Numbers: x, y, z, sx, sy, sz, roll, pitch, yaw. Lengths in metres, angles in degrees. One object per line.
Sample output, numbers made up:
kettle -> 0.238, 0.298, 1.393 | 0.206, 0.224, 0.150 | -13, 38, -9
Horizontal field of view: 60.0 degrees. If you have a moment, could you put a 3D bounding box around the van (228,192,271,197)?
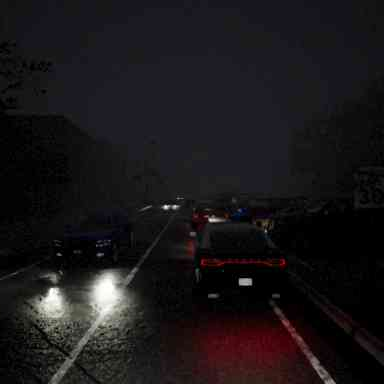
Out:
van -> 5.796, 1.251, 30.035 | 4.442, 1.987, 1.878 | 0, 0, 0

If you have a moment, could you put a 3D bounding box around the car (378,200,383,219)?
car -> 18.759, 1.482, 27.995 | 5.008, 1.535, 2.097 | 0, 0, 0

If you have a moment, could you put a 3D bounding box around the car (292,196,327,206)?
car -> 18.673, 1.367, 52.981 | 4.792, 1.488, 2.163 | 0, 0, 0

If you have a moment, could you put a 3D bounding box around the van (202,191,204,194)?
van -> 5.423, 0.849, 86.104 | 4.442, 1.987, 1.878 | 0, 0, 0

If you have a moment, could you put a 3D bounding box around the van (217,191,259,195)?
van -> 5.768, 1.203, 41.255 | 4.442, 1.987, 1.878 | 0, 0, 0

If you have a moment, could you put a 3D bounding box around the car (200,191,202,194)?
car -> 5.711, 1.027, 91.713 | 5.366, 1.575, 1.946 | 0, 0, 0

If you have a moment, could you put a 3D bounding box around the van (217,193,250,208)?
van -> 5.754, 1.159, 46.860 | 4.442, 1.987, 1.878 | 0, 0, 0

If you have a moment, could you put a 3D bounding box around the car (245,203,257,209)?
car -> 5.529, 1.481, 16.016 | 5.366, 1.575, 1.946 | 0, 0, 0

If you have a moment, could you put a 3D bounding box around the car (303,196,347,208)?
car -> 18.902, 1.379, 47.430 | 5.366, 1.575, 1.946 | 0, 0, 0

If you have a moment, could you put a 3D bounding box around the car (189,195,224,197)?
car -> 0.948, 1.331, 24.493 | 2.097, 1.767, 4.553 | 0, 0, 0

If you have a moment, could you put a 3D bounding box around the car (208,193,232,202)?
car -> 5.557, 1.104, 66.482 | 4.553, 1.767, 2.185 | 0, 0, 0

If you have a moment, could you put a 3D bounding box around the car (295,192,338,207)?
car -> 18.738, 1.109, 50.203 | 5.566, 2.045, 2.435 | 0, 0, 0

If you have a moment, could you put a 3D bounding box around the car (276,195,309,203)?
car -> 18.496, 1.269, 61.307 | 5.366, 1.575, 1.946 | 0, 0, 0

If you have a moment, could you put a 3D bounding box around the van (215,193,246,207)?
van -> 5.747, 1.137, 49.663 | 4.442, 1.987, 1.878 | 0, 0, 0

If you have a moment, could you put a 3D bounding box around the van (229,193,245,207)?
van -> 5.570, 1.257, 27.232 | 4.442, 1.987, 1.878 | 0, 0, 0

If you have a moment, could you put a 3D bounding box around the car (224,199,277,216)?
car -> 5.702, 1.502, 32.838 | 4.792, 1.488, 2.163 | 0, 0, 0

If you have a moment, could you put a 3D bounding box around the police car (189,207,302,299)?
police car -> 0.966, 1.425, 8.612 | 1.930, 1.638, 5.238 | 0, 0, 0

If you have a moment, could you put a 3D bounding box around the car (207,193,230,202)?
car -> 5.550, 1.082, 69.286 | 4.553, 1.767, 2.185 | 0, 0, 0

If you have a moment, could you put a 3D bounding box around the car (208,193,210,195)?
car -> 5.607, 1.336, 58.074 | 4.674, 1.452, 2.002 | 0, 0, 0

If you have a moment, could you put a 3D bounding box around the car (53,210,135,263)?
car -> -3.363, 1.476, 12.234 | 1.882, 1.535, 5.008 | 0, 0, 0

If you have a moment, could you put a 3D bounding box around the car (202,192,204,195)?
car -> 5.555, 1.141, 77.696 | 5.008, 1.535, 2.097 | 0, 0, 0

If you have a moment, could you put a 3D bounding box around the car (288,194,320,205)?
car -> 18.726, 1.190, 55.757 | 4.553, 1.767, 2.185 | 0, 0, 0

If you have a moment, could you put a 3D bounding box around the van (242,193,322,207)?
van -> 5.817, 1.258, 21.623 | 4.442, 1.987, 1.878 | 0, 0, 0

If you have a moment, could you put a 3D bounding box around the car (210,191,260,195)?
car -> 5.616, 1.156, 44.055 | 5.566, 2.045, 2.435 | 0, 0, 0

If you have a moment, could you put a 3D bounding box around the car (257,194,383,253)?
car -> 5.693, 1.233, 13.212 | 5.566, 2.045, 2.435 | 0, 0, 0

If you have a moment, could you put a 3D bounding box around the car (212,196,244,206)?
car -> 5.617, 1.342, 52.468 | 4.892, 1.521, 2.231 | 0, 0, 0

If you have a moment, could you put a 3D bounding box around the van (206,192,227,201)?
van -> 5.451, 0.938, 74.891 | 4.442, 1.987, 1.878 | 0, 0, 0

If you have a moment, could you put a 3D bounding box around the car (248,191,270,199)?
car -> 18.575, 0.778, 91.967 | 5.566, 2.045, 2.435 | 0, 0, 0

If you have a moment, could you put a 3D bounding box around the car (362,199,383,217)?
car -> 18.942, 1.474, 30.772 | 5.366, 1.575, 1.946 | 0, 0, 0

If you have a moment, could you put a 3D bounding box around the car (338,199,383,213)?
car -> 18.772, 1.487, 36.327 | 4.792, 1.488, 2.163 | 0, 0, 0

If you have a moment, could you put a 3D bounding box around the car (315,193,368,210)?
car -> 18.758, 1.174, 41.877 | 5.566, 2.045, 2.435 | 0, 0, 0

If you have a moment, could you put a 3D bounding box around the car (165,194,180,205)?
car -> -3.399, 1.444, 54.390 | 1.895, 1.301, 4.718 | 0, 0, 0

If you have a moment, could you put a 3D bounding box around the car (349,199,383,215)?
car -> 18.721, 1.501, 33.544 | 4.792, 1.488, 2.163 | 0, 0, 0

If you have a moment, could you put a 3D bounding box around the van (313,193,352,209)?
van -> 18.840, 1.178, 44.653 | 4.442, 1.987, 1.878 | 0, 0, 0

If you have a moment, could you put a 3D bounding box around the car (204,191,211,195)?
car -> 5.574, 1.023, 60.875 | 5.566, 2.045, 2.435 | 0, 0, 0

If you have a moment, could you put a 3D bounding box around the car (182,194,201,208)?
car -> -0.034, 1.373, 45.969 | 1.882, 1.535, 5.008 | 0, 0, 0

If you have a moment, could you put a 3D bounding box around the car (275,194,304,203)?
car -> 18.680, 1.251, 64.085 | 4.892, 1.521, 2.231 | 0, 0, 0

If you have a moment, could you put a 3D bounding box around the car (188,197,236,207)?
car -> 0.955, 1.342, 18.485 | 2.097, 1.767, 4.553 | 0, 0, 0
